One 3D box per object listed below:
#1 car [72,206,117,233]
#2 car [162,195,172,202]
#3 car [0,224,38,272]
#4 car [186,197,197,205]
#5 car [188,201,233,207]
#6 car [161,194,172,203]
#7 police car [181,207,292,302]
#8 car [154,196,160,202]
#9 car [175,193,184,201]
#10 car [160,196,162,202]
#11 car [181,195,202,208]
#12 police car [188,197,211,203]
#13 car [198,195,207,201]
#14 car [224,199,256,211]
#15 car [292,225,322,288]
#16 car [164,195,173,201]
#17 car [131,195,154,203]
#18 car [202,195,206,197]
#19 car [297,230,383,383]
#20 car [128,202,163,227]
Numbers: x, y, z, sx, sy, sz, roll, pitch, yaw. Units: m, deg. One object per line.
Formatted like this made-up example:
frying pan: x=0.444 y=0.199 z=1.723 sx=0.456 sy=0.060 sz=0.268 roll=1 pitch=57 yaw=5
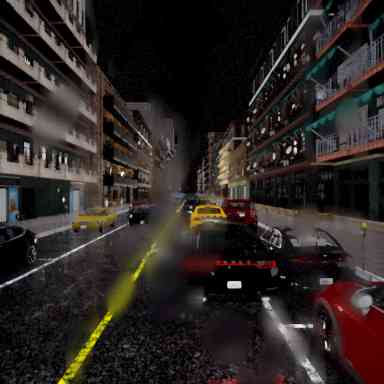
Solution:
car: x=-5.722 y=1.524 z=19.917 sx=1.752 sy=1.417 sz=4.829 roll=0 pitch=0 yaw=0
car: x=-5.815 y=1.420 z=76.451 sx=1.967 sy=1.590 sz=4.097 roll=0 pitch=0 yaw=0
car: x=-5.704 y=1.566 z=8.813 sx=1.947 sy=1.339 sz=4.313 roll=0 pitch=0 yaw=0
car: x=-0.098 y=1.551 z=58.868 sx=1.994 sy=1.385 sz=4.181 roll=0 pitch=0 yaw=0
car: x=0.870 y=1.477 z=18.318 sx=1.882 sy=1.535 sz=5.008 roll=0 pitch=0 yaw=0
car: x=-5.805 y=1.297 z=70.815 sx=2.192 sy=1.841 sz=5.009 roll=0 pitch=0 yaw=0
police car: x=0.749 y=1.424 z=8.434 sx=1.930 sy=1.638 sz=5.238 roll=0 pitch=0 yaw=0
car: x=-5.758 y=1.308 z=42.633 sx=2.192 sy=1.841 sz=5.009 roll=0 pitch=0 yaw=0
car: x=-3.135 y=1.196 z=86.427 sx=2.150 sy=2.045 sz=5.566 roll=0 pitch=0 yaw=0
car: x=-5.769 y=1.573 z=48.270 sx=1.802 sy=1.307 sz=4.206 roll=0 pitch=0 yaw=0
car: x=-0.060 y=1.484 z=45.406 sx=2.128 sy=1.511 sz=4.902 roll=0 pitch=0 yaw=0
police car: x=0.860 y=1.423 z=24.428 sx=1.930 sy=1.638 sz=5.238 roll=0 pitch=0 yaw=0
car: x=2.556 y=1.522 z=82.097 sx=1.887 sy=1.381 sz=4.507 roll=0 pitch=0 yaw=0
car: x=2.660 y=1.314 z=20.097 sx=2.192 sy=1.841 sz=5.009 roll=0 pitch=0 yaw=0
car: x=2.678 y=1.551 z=8.824 sx=2.008 sy=1.369 sz=4.403 roll=0 pitch=0 yaw=0
car: x=-5.824 y=1.522 z=82.088 sx=1.887 sy=1.381 sz=4.507 roll=0 pitch=0 yaw=0
car: x=-5.750 y=1.435 z=36.997 sx=1.967 sy=1.590 sz=4.097 roll=0 pitch=0 yaw=0
car: x=2.574 y=1.508 z=70.995 sx=1.752 sy=1.417 sz=4.829 roll=0 pitch=0 yaw=0
car: x=2.687 y=1.440 z=3.189 sx=1.967 sy=1.590 sz=4.097 roll=0 pitch=0 yaw=0
car: x=-3.139 y=1.599 z=23.148 sx=1.895 sy=1.301 sz=4.718 roll=0 pitch=0 yaw=0
